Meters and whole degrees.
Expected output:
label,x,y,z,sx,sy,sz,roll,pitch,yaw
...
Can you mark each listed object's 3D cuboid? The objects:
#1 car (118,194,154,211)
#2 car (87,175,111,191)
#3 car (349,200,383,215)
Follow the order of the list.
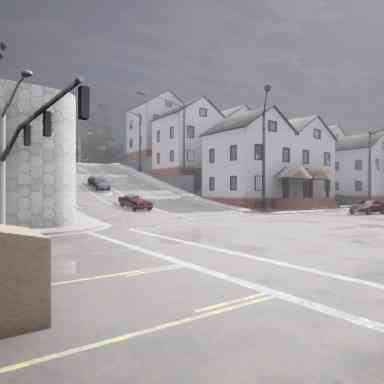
label,x,y,z,sx,sy,sz,roll,pitch,yaw
car,-5.595,0.971,32.964,1.895,1.301,4.718,0,7,-35
car,-11.755,-1.159,41.912,1.837,1.490,4.892,0,14,-35
car,17.887,1.526,33.751,4.674,1.442,1.812,0,0,-35
